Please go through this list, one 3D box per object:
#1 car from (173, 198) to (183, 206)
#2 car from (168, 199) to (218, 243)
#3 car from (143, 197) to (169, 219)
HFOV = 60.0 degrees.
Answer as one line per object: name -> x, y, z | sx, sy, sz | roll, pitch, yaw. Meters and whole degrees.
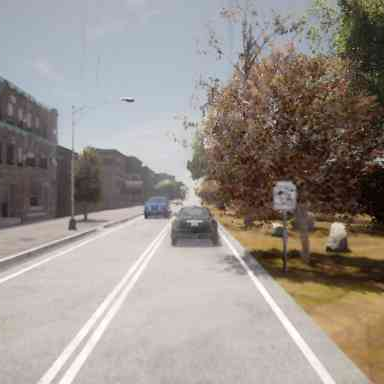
car -> -3.046, 2.188, 72.832 | 1.882, 1.535, 5.008 | 0, -1, 0
car -> 0.115, 1.424, 16.456 | 2.097, 1.767, 4.553 | 0, 0, 0
car -> -3.290, 1.465, 32.144 | 2.150, 2.045, 5.566 | 0, -1, 0
